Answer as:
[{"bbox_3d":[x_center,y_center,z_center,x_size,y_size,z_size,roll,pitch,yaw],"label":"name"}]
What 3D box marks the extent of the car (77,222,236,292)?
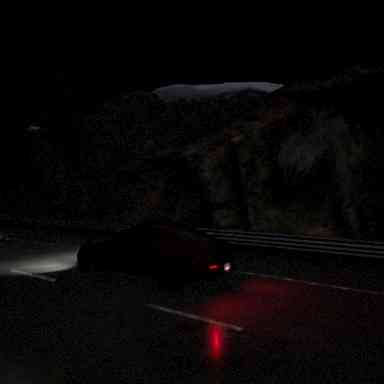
[{"bbox_3d":[-1.088,1.532,8.961,4.674,1.442,1.812,0,0,35],"label":"car"}]
